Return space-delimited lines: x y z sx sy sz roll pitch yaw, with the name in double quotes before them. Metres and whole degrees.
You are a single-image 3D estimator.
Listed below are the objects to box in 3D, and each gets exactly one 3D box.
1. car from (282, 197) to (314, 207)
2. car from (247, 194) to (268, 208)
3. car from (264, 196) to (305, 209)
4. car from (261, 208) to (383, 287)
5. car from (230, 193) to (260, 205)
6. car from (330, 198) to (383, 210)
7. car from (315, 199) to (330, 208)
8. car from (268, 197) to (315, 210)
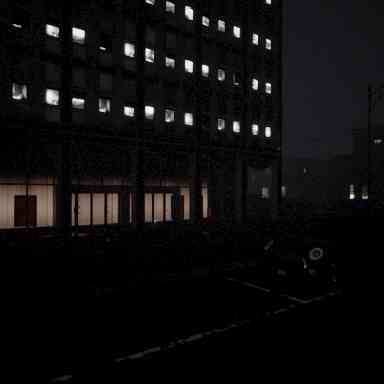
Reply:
"car" 15.422 1.481 48.494 1.802 1.307 4.206 1 0 -35
"car" 8.533 1.168 43.725 2.192 1.841 5.009 1 0 -35
"car" 11.943 1.354 43.334 1.882 1.535 5.008 0 0 -35
"car" 3.821 1.441 9.294 4.097 1.590 1.967 0 0 -36
"car" 9.120 1.168 57.598 2.192 1.841 5.009 1 0 -35
"car" 17.796 1.468 34.888 2.033 1.411 5.357 0 0 -35
"car" 18.477 1.447 44.081 1.752 1.417 4.829 1 0 -35
"car" 11.682 1.427 39.172 2.008 1.369 4.403 1 0 -35
